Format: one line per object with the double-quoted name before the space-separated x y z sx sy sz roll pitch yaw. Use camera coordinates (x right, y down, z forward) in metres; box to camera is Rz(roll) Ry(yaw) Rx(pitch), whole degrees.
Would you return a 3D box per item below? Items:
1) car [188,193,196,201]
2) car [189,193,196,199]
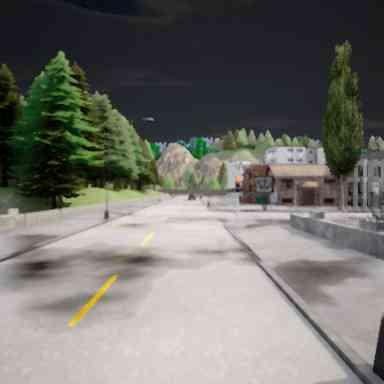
"car" 0.006 1.335 79.389 2.128 1.511 4.902 0 0 0
"car" 0.007 1.127 89.809 1.837 1.490 4.892 0 0 0
